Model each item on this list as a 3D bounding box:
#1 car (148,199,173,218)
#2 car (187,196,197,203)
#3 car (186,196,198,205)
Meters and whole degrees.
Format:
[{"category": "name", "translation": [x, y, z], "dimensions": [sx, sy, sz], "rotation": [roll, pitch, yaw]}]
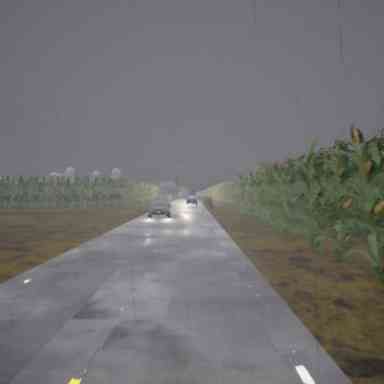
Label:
[{"category": "car", "translation": [-2.768, 1.436, 29.669], "dimensions": [1.837, 1.490, 4.892], "rotation": [0, 0, 0]}, {"category": "car", "translation": [-0.013, 1.460, 66.439], "dimensions": [1.812, 1.442, 4.674], "rotation": [0, 0, 0]}, {"category": "car", "translation": [-0.012, 1.388, 56.016], "dimensions": [1.882, 1.535, 5.008], "rotation": [0, 0, 0]}]
